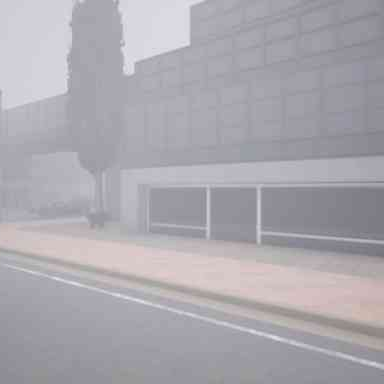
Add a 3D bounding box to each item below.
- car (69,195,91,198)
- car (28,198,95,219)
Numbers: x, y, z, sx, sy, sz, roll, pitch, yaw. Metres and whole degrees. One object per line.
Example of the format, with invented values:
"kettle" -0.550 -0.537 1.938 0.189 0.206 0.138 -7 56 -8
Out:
"car" -14.329 1.171 41.116 2.097 1.767 4.553 0 0 36
"car" -10.932 1.472 27.865 1.895 1.301 4.718 0 0 38
